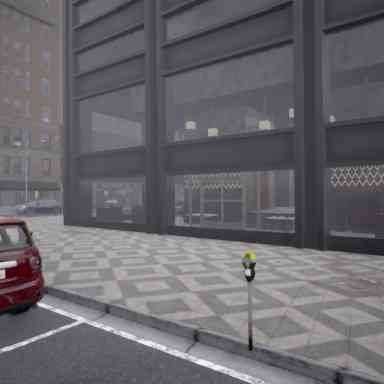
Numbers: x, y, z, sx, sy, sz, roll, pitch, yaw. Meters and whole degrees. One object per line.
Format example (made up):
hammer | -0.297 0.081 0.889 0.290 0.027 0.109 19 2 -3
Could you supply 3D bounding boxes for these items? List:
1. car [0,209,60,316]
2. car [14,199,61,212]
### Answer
car | -4.828 1.316 6.295 5.009 1.841 2.192 0 -1 35
car | -16.019 1.549 34.448 2.097 1.767 4.553 -1 -1 36
